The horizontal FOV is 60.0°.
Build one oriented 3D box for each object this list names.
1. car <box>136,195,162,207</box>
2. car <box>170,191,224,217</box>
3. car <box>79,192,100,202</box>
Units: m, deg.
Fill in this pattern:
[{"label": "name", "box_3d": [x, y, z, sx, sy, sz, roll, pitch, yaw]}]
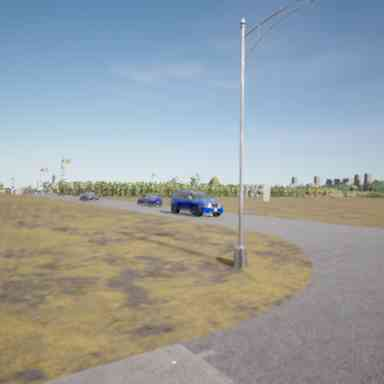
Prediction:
[{"label": "car", "box_3d": [-5.458, 1.060, 42.597, 1.812, 1.442, 4.674, 2, 0, -34]}, {"label": "car", "box_3d": [0.278, 0.952, 27.865, 2.150, 2.045, 5.566, 2, 0, -34]}, {"label": "car", "box_3d": [-16.041, 0.702, 51.814, 2.033, 1.411, 5.357, 2, 0, -34]}]
